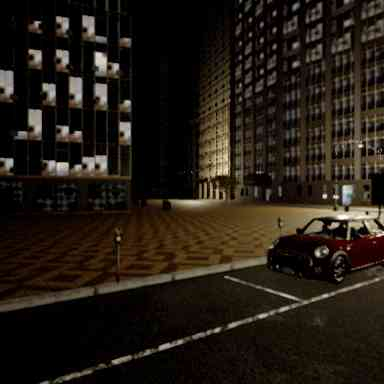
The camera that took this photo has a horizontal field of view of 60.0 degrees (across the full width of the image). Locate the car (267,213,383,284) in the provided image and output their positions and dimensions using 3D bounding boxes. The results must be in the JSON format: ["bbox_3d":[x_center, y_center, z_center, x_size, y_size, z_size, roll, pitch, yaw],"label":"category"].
[{"bbox_3d":[4.003,1.418,9.413,4.097,1.590,1.967,0,0,-36],"label":"car"}]
